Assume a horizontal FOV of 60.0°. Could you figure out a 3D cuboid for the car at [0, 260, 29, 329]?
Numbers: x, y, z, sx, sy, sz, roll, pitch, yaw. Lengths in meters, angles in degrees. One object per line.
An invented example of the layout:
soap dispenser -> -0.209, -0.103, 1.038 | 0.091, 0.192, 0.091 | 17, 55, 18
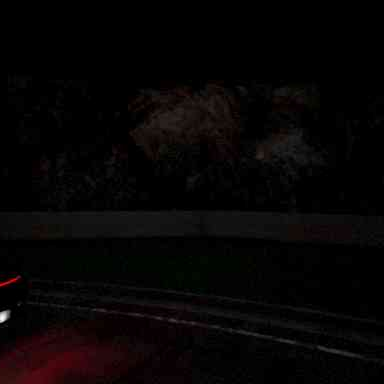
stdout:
car -> -5.035, 1.504, 5.099 | 4.892, 1.490, 1.837 | 0, -1, 10
